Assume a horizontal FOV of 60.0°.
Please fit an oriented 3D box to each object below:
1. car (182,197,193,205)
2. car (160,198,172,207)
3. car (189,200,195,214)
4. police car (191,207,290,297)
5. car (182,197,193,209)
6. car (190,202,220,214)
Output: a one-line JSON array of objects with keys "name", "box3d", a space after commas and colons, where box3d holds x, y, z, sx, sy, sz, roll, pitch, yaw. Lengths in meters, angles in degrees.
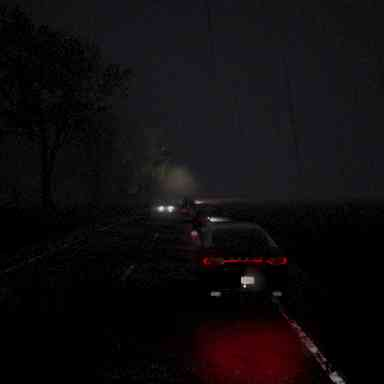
[{"name": "car", "box3d": [-0.820, 1.613, 61.895, 1.994, 1.385, 4.181, 0, 0, -1]}, {"name": "car", "box3d": [-4.151, 1.638, 53.539, 1.895, 1.301, 4.718, 0, 0, -1]}, {"name": "car", "box3d": [0.881, 1.535, 24.637, 1.812, 1.442, 4.674, 0, 0, -1]}, {"name": "police car", "box3d": [1.015, 1.426, 8.732, 1.930, 1.638, 5.238, 0, 0, 0]}, {"name": "car", "box3d": [-0.478, 1.631, 46.929, 1.895, 1.301, 4.718, 0, 0, -1]}, {"name": "car", "box3d": [0.942, 1.511, 18.631, 1.837, 1.490, 4.892, 0, 0, -1]}]
